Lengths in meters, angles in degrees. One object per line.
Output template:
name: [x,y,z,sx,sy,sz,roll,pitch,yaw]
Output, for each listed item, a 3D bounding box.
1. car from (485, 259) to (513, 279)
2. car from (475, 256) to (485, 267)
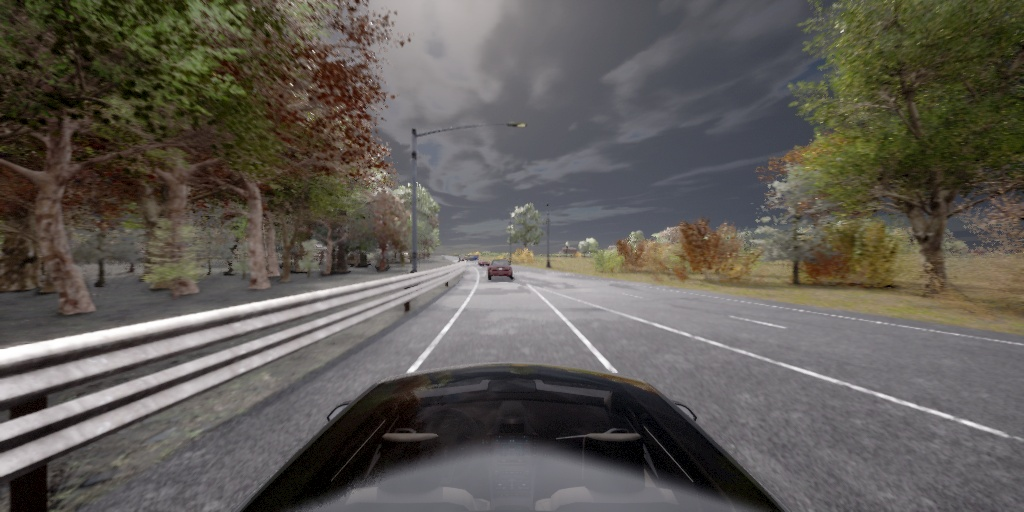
car: [-1.125,1.079,31.782,2.097,1.767,4.553,0,0,-5]
car: [-5.104,1.208,64.183,1.895,1.301,4.718,0,0,-10]
